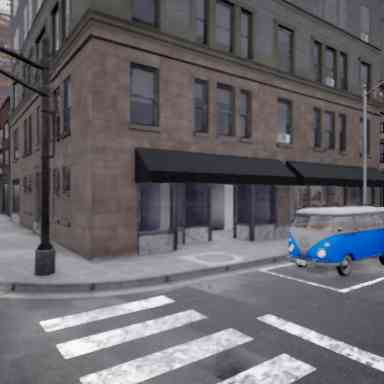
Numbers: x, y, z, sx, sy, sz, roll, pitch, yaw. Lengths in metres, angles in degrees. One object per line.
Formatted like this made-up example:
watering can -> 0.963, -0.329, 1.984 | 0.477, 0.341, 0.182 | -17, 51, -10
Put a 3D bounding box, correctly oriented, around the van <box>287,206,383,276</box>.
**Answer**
van -> 4.607, 1.344, 10.050 | 3.998, 1.788, 1.690 | 0, 0, -35
